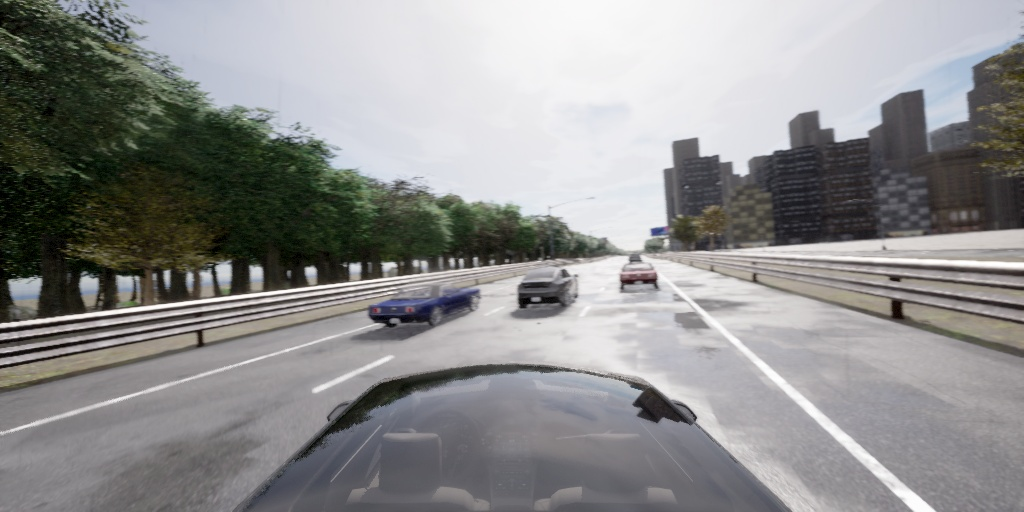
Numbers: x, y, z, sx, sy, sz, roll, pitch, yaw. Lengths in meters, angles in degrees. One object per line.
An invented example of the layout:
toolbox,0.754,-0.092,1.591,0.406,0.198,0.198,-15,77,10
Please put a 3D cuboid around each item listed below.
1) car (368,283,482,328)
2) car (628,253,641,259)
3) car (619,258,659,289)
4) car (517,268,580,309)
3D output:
car,-2.786,1.613,12.804,1.895,1.301,4.718,-4,0,19
car,18.217,0.343,53.269,2.033,1.649,4.856,-4,0,19
car,6.880,0.983,19.619,1.895,1.301,4.718,-4,0,19
car,1.602,1.223,14.918,1.837,1.490,4.892,-4,0,19
